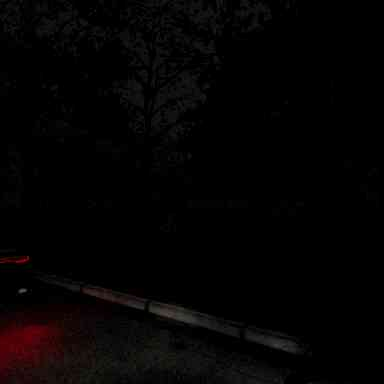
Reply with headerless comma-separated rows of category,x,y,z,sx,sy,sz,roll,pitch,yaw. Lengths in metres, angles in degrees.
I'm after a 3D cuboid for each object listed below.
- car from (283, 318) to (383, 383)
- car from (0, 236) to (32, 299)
car,2.622,1.351,1.494,4.553,1.767,2.097,0,0,36
car,-5.563,1.488,7.395,5.008,1.535,1.882,0,0,36
